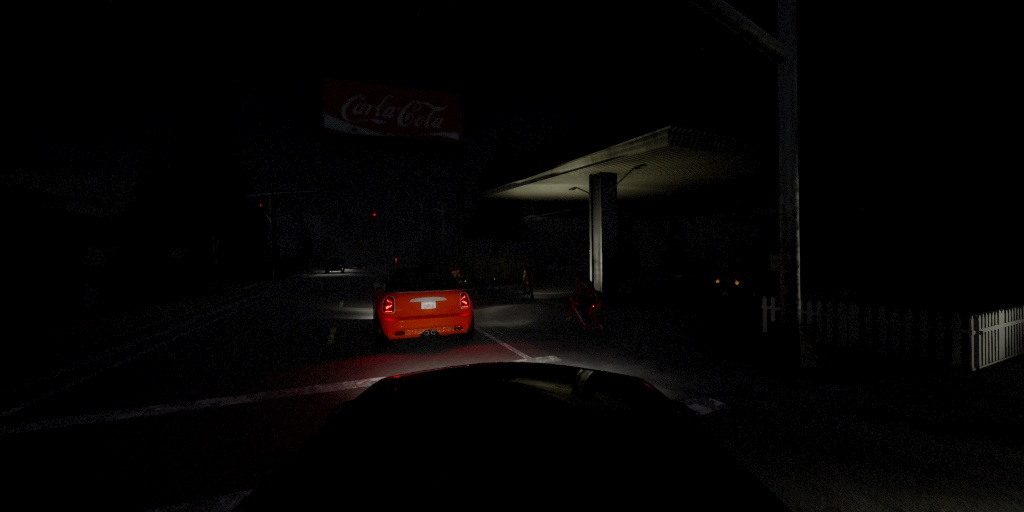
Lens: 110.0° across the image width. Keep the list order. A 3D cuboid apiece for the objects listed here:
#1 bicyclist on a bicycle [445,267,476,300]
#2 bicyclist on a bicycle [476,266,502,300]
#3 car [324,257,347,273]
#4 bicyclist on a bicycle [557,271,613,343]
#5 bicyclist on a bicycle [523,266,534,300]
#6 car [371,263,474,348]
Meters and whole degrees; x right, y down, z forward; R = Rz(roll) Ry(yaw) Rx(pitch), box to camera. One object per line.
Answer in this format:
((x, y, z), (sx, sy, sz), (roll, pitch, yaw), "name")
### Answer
((-2.595, 1.318, 16.371), (1.656, 1.620, 0.582), (1, 0, 37), "bicyclist on a bicycle")
((-1.285, 1.344, 17.750), (1.656, 1.620, 0.582), (0, 0, -21), "bicyclist on a bicycle")
((-23.614, 1.211, 47.848), (2.150, 2.045, 5.566), (-1, 0, -25), "car")
((1.719, 1.199, 8.651), (0.582, 1.620, 1.656), (3, -2, -42), "bicyclist on a bicycle")
((0.824, 1.332, 17.861), (0.582, 1.620, 1.656), (-1, 0, 16), "bicyclist on a bicycle")
((-2.527, 1.057, 9.444), (2.097, 1.767, 4.553), (-1, 0, -22), "car")
